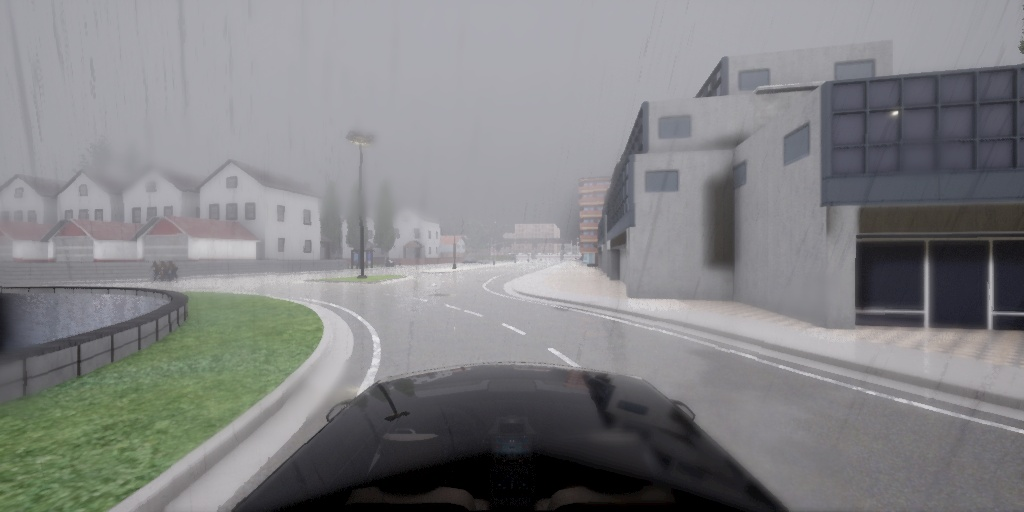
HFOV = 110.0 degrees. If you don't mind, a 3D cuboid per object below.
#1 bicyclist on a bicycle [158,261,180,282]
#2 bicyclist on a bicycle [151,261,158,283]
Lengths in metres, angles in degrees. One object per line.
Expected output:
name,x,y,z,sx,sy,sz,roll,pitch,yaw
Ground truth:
bicyclist on a bicycle,-26.250,1.202,27.766,0.582,1.620,1.656,0,0,-14
bicyclist on a bicycle,-26.734,1.202,27.638,0.582,1.620,1.656,0,0,-15
